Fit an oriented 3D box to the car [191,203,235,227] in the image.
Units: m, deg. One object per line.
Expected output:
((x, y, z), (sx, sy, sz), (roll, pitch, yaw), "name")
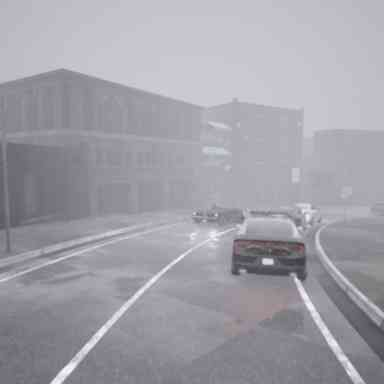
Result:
((1.715, 1.395, 21.721), (1.895, 1.301, 4.718), (2, 1, 26), "car")

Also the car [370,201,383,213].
((24.099, 1.938, 40.993), (4.902, 1.511, 2.128), (2, 3, -30), "car")

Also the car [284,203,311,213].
((5.394, 1.474, 18.980), (1.837, 1.490, 4.892), (2, 1, 25), "car")

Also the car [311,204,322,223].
((8.068, 1.530, 23.998), (1.812, 1.442, 4.674), (3, 1, 31), "car")

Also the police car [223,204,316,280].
((2.335, 1.388, 10.143), (1.930, 1.638, 5.238), (1, 0, 13), "police car")
